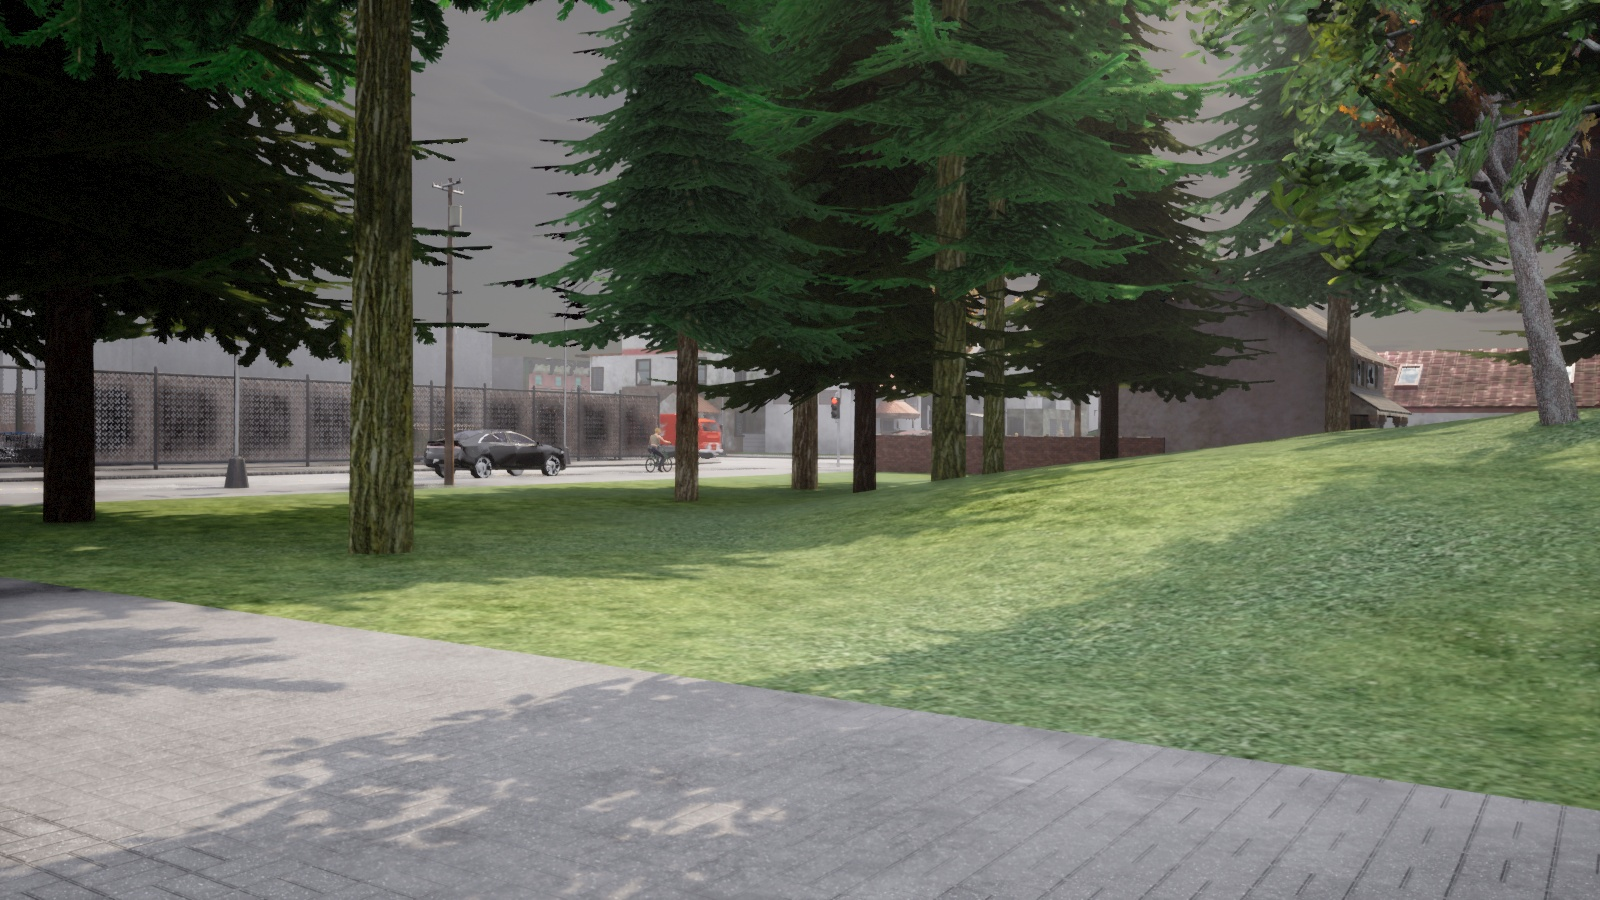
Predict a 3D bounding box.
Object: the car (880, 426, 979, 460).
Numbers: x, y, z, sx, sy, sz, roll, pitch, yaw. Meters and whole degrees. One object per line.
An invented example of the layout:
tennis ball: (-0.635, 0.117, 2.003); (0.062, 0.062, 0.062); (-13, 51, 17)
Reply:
car: (6.713, -0.374, 65.083); (4.611, 1.667, 2.242); (-1, 1, -21)

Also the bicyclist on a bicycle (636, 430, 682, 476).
bicyclist on a bicycle: (-5.094, 0.094, 45.400); (0.866, 1.612, 1.509); (0, 1, 33)

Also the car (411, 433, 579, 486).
car: (-9.367, 0.240, 38.970); (2.128, 1.511, 4.902); (0, 1, 34)

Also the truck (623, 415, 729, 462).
truck: (-6.711, -0.622, 68.036); (5.204, 2.467, 2.627); (0, 1, 34)
